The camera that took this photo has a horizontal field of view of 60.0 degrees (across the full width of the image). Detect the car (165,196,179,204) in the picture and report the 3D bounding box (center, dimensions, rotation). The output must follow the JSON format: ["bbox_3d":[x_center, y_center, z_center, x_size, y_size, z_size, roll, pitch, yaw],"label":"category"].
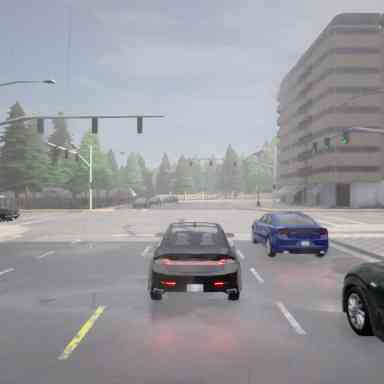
[{"bbox_3d":[-4.216,1.504,66.285,1.837,1.490,4.892,0,0,20],"label":"car"}]

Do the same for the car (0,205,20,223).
[{"bbox_3d":[-15.467,1.656,24.671,4.718,1.301,1.895,0,0,0],"label":"car"}]

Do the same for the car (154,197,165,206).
[{"bbox_3d":[-6.361,1.525,56.316,1.812,1.442,4.674,0,0,8],"label":"car"}]

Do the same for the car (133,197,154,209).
[{"bbox_3d":[-6.979,1.525,46.413,1.812,1.442,4.674,0,0,2],"label":"car"}]

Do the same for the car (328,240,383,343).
[{"bbox_3d":[3.600,1.352,3.829,2.097,1.767,4.553,0,0,0],"label":"car"}]

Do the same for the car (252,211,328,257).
[{"bbox_3d":[3.586,1.477,12.980,1.882,1.535,5.008,0,0,0],"label":"car"}]

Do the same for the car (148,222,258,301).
[{"bbox_3d":[0.068,1.491,8.335,2.128,1.511,4.902,0,0,0],"label":"car"}]
